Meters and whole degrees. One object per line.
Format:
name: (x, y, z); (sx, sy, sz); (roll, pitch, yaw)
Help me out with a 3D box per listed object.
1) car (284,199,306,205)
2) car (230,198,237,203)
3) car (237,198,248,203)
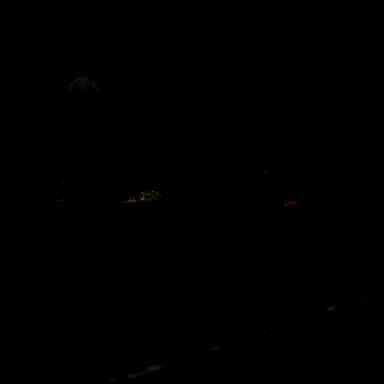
car: (20.439, 1.996, 65.627); (2.097, 1.767, 4.553); (0, 0, -36)
car: (11.054, 2.092, 78.422); (1.882, 1.535, 5.008); (0, 0, -36)
car: (12.642, 2.282, 71.615); (2.128, 1.511, 4.902); (0, 0, -36)
